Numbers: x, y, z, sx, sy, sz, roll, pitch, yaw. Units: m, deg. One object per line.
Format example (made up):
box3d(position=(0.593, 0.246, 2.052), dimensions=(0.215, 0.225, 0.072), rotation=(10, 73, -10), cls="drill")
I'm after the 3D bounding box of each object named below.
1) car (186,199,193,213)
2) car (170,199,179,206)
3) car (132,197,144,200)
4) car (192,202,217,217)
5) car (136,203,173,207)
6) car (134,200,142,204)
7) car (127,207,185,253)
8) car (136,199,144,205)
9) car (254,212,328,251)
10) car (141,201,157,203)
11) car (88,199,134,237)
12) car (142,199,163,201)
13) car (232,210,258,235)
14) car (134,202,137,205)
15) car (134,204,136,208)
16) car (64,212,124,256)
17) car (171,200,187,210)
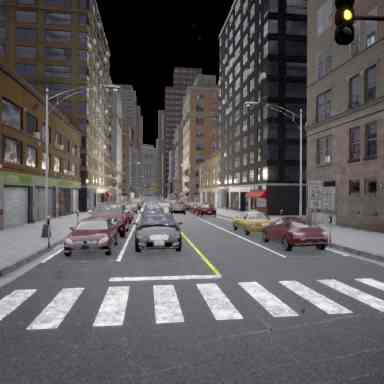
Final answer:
box3d(position=(0.841, 1.963, 42.384), dimensions=(1.967, 1.590, 4.097), rotation=(0, -1, -7), cls="car")
box3d(position=(-4.228, 2.544, 81.167), dimensions=(1.752, 1.417, 4.829), rotation=(0, -1, -7), cls="car")
box3d(position=(-9.054, 1.937, 52.297), dimensions=(2.192, 1.841, 5.009), rotation=(0, -1, -7), cls="car")
box3d(position=(1.564, 1.997, 36.867), dimensions=(1.887, 1.381, 4.507), rotation=(0, -1, -7), cls="car")
box3d(position=(-2.745, 1.761, 24.017), dimensions=(2.128, 1.511, 4.902), rotation=(0, -1, -7), cls="car")
box3d(position=(-7.608, 2.029, 41.258), dimensions=(2.008, 1.369, 4.403), rotation=(0, -1, -7), cls="car")
box3d(position=(-1.534, 1.648, 14.697), dimensions=(2.128, 1.511, 4.902), rotation=(0, -1, -8), cls="car")
box3d(position=(-13.379, 2.605, 85.402), dimensions=(1.947, 1.339, 4.313), rotation=(0, -1, -7), cls="car")
box3d(position=(4.449, 1.761, 14.803), dimensions=(1.802, 1.307, 4.206), rotation=(0, -1, -7), cls="car")
box3d(position=(-3.966, 1.916, 33.632), dimensions=(1.812, 1.442, 4.674), rotation=(0, -1, -7), cls="car")
box3d(position=(-4.724, 1.516, 19.191), dimensions=(2.192, 1.841, 5.009), rotation=(0, -1, -7), cls="car")
box3d(position=(-5.265, 2.015, 43.983), dimensions=(2.128, 1.511, 4.902), rotation=(0, -1, -7), cls="car")
box3d(position=(3.705, 1.773, 20.488), dimensions=(1.752, 1.417, 4.829), rotation=(0, -1, -7), cls="car")
box3d(position=(-6.143, 1.861, 30.055), dimensions=(1.752, 1.417, 4.829), rotation=(0, -1, -7), cls="car")
box3d(position=(-5.444, 1.814, 24.706), dimensions=(1.887, 1.381, 4.507), rotation=(0, -1, -7), cls="car")
box3d(position=(-4.001, 1.716, 13.671), dimensions=(1.802, 1.307, 4.206), rotation=(0, -1, -7), cls="car")
box3d(position=(-1.983, 2.082, 42.801), dimensions=(1.994, 1.385, 4.181), rotation=(0, -1, -7), cls="car")
